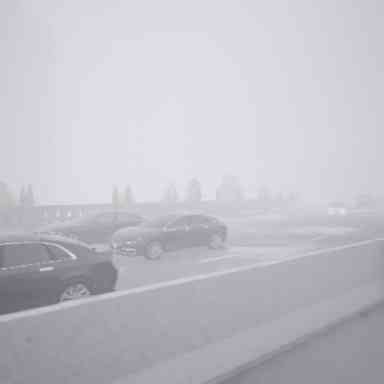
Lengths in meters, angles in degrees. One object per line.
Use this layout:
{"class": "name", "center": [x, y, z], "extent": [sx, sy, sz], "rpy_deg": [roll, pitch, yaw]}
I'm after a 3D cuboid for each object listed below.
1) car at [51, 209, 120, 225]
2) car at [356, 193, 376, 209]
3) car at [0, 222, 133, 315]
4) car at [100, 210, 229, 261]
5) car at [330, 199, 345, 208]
{"class": "car", "center": [-3.924, 1.523, 14.464], "extent": [5.008, 1.535, 1.882], "rpy_deg": [0, 0, -40]}
{"class": "car", "center": [23.709, 1.197, 45.432], "extent": [2.150, 2.045, 5.566], "rpy_deg": [0, 0, 24]}
{"class": "car", "center": [-3.722, 1.534, 5.785], "extent": [4.892, 1.490, 1.837], "rpy_deg": [0, 0, -37]}
{"class": "car", "center": [-0.706, 1.532, 12.616], "extent": [4.892, 1.490, 1.837], "rpy_deg": [0, 0, -41]}
{"class": "car", "center": [20.910, 1.594, 47.778], "extent": [1.895, 1.301, 4.718], "rpy_deg": [0, 0, 23]}
